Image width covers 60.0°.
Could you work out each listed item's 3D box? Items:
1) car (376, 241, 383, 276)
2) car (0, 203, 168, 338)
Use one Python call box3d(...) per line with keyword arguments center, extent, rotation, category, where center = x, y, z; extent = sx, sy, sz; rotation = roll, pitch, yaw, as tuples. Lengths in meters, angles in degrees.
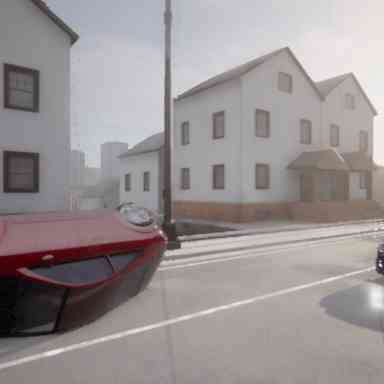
box3d(center=(6.929, 1.371, 8.928), extent=(4.553, 1.767, 2.097), rotation=(0, 0, -35), category="car")
box3d(center=(-2.238, 1.422, 5.451), extent=(4.181, 1.994, 1.385), rotation=(-1, 37, -42), category="car")
